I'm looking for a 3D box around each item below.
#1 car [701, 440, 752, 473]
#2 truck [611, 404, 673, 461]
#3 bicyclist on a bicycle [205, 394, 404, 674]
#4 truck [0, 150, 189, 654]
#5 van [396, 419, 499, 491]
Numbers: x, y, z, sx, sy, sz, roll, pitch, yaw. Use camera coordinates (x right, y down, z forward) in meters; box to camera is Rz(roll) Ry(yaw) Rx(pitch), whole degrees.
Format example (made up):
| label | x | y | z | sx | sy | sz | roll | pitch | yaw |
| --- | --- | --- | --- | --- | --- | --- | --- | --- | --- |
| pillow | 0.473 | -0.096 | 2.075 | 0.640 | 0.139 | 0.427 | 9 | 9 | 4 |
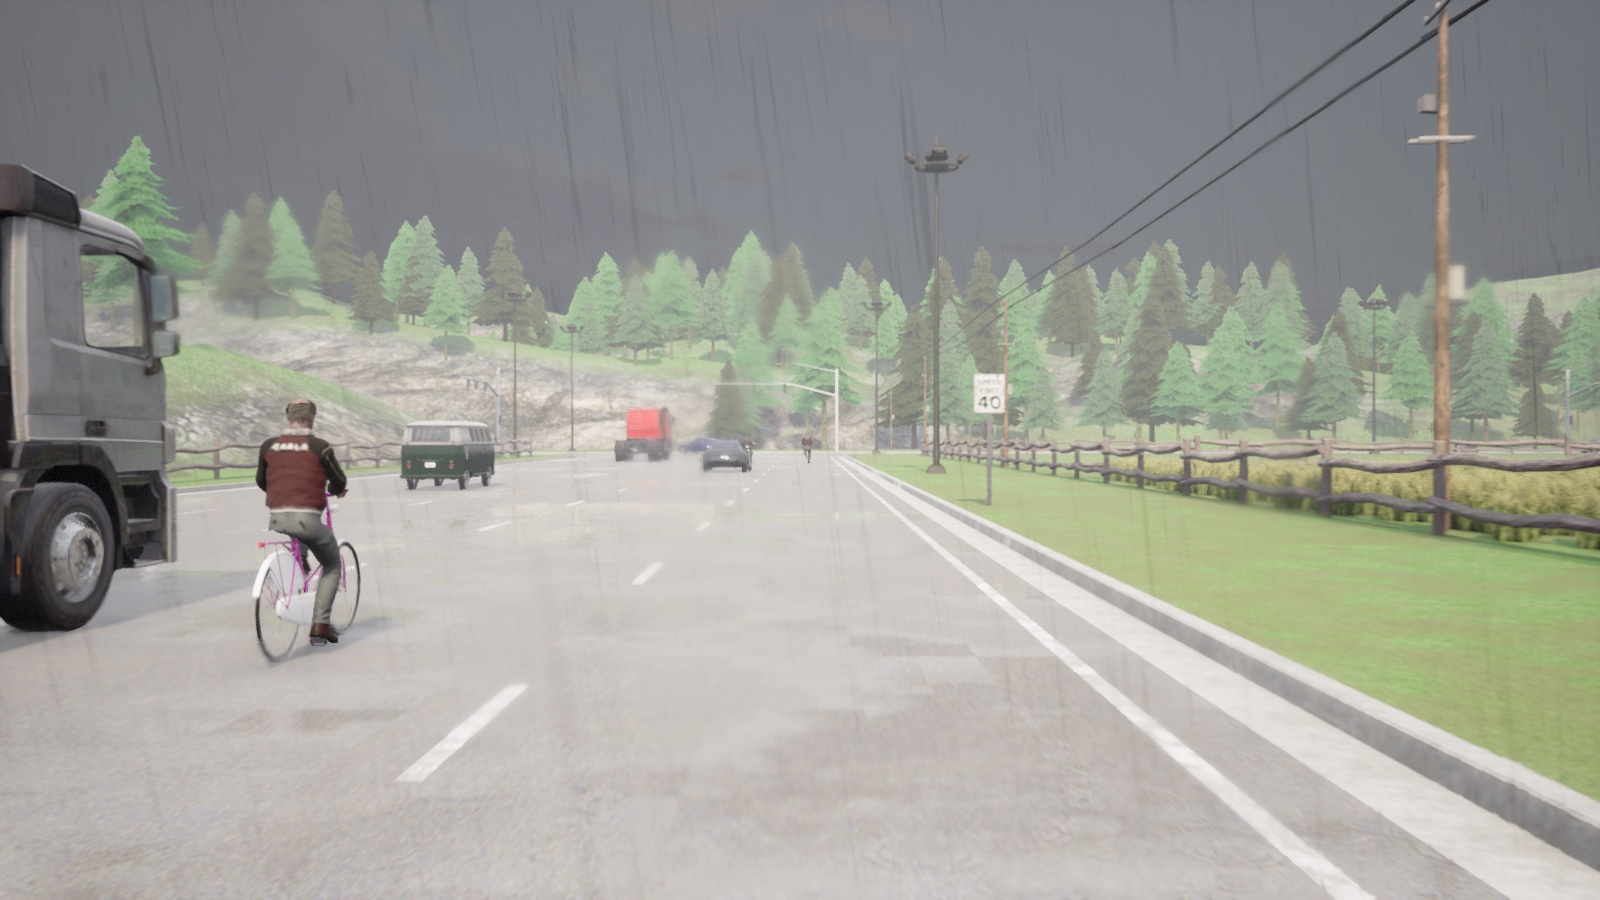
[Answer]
| label | x | y | z | sx | sy | sz | roll | pitch | yaw |
| --- | --- | --- | --- | --- | --- | --- | --- | --- | --- |
| car | -3.177 | 0.237 | 55.114 | 1.994 | 1.385 | 4.181 | 0 | 1 | 0 |
| truck | -10.035 | -1.077 | 80.478 | 2.891 | 3.462 | 7.936 | 0 | 0 | 0 |
| bicyclist on a bicycle | -3.435 | 0.521 | 8.894 | 0.659 | 1.776 | 1.843 | 0 | 1 | 0 |
| truck | -6.943 | -0.317 | 7.283 | 2.891 | 3.462 | 7.936 | 0 | 1 | 0 |
| van | -10.278 | 0.108 | 36.965 | 1.775 | 1.987 | 4.442 | 0 | 1 | 0 |
